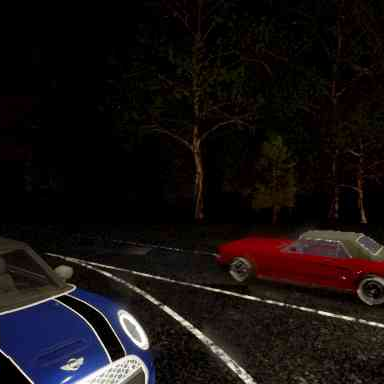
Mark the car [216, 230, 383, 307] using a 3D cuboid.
[{"bbox_3d":[2.956,1.593,7.977,4.718,1.301,1.895,0,0,36],"label":"car"}]

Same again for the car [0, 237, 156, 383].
[{"bbox_3d":[-2.561,1.338,3.713,4.553,1.767,2.097,1,0,36],"label":"car"}]
